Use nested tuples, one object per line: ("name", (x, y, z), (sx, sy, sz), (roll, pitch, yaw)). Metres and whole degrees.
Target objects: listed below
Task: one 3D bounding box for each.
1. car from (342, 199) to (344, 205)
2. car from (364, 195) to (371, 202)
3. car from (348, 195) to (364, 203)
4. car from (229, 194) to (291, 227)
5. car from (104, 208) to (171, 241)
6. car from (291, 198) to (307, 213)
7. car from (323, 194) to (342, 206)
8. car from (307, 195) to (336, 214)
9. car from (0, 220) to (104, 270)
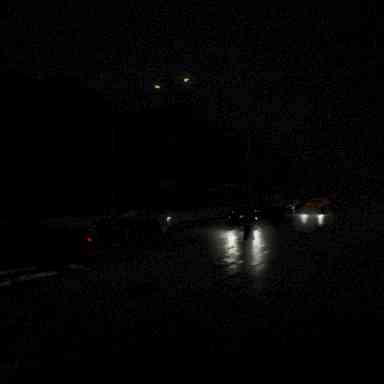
("car", (23.326, 1.498, 53.774), (1.947, 1.339, 4.313), (0, 0, 35))
("car", (39.571, 1.484, 76.858), (1.752, 1.417, 4.829), (0, 0, 35))
("car", (33.132, 1.507, 67.708), (1.947, 1.339, 4.313), (0, 0, 35))
("car", (4.611, 1.169, 22.777), (2.150, 2.045, 5.566), (0, 0, 35))
("car", (-2.826, 1.516, 16.618), (2.008, 1.369, 4.403), (0, 0, 35))
("car", (10.249, 1.377, 35.196), (1.967, 1.590, 4.097), (0, 0, 35))
("car", (20.056, 1.248, 49.129), (2.192, 1.841, 5.009), (0, 0, 35))
("car", (13.355, 1.412, 35.161), (1.882, 1.535, 5.008), (0, 0, 35))
("car", (-5.517, 1.532, 9.440), (5.357, 1.411, 2.033), (0, 0, -43))
